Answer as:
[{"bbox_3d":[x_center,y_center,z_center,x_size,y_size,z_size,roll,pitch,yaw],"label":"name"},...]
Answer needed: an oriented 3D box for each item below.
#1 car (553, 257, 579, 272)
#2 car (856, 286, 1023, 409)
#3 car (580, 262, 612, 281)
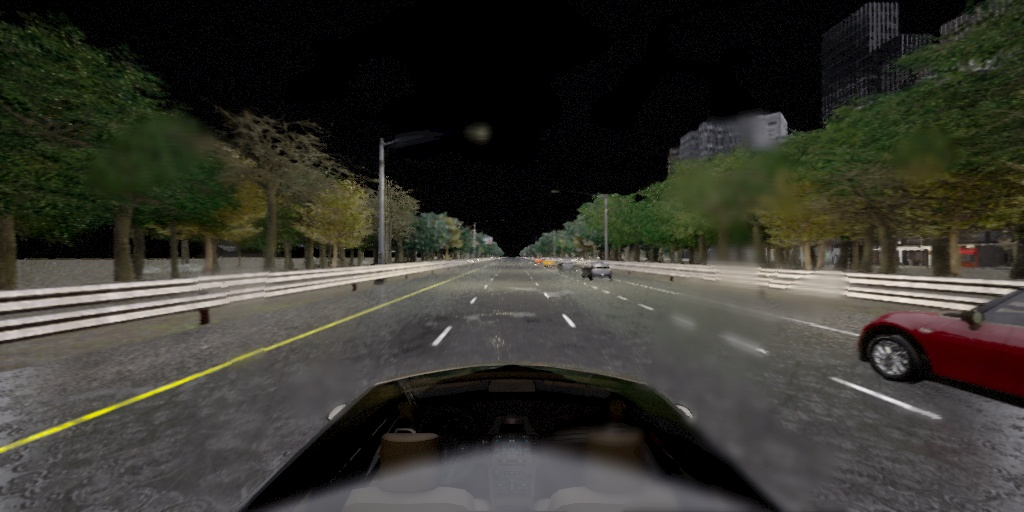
[{"bbox_3d":[7.101,1.276,47.257,2.128,1.511,4.902,0,0,0],"label":"car"},{"bbox_3d":[7.001,1.104,4.272,2.097,1.767,4.553,0,0,0],"label":"car"},{"bbox_3d":[7.040,1.262,30.246,2.128,1.511,4.902,0,0,0],"label":"car"}]
